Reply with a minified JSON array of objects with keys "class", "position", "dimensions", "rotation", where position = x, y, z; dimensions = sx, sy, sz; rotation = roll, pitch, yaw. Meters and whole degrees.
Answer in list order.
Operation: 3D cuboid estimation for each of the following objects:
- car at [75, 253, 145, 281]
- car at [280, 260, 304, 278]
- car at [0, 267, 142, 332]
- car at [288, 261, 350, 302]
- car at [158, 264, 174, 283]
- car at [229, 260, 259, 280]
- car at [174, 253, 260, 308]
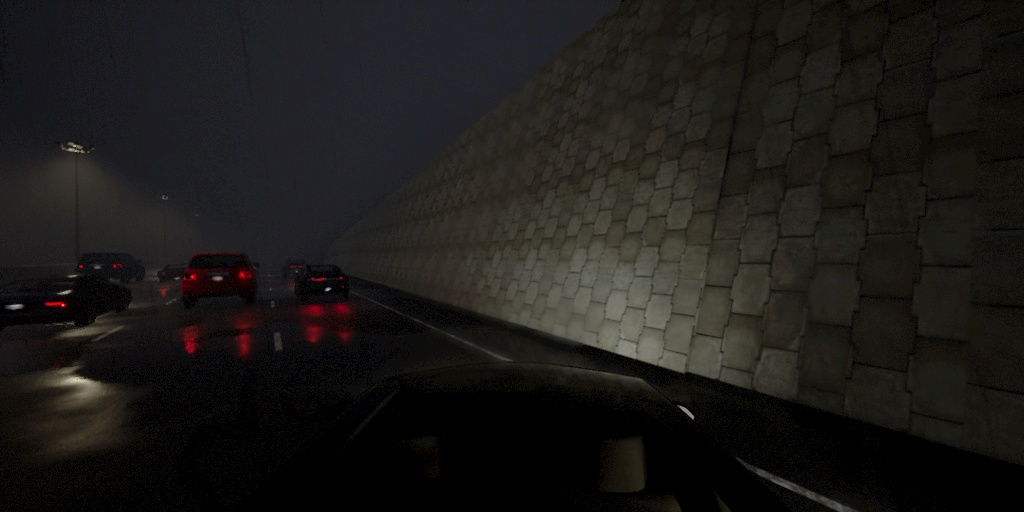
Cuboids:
[{"class":"car","position":[-26.644,0.831,23.930],"dimensions":[2.150,2.045,5.566],"rotation":[0,-1,-34]},{"class":"car","position":[-18.746,1.060,30.978],"dimensions":[1.837,1.490,4.892],"rotation":[0,0,-34]},{"class":"car","position":[-13.259,1.247,10.618],"dimensions":[2.033,1.411,5.357],"rotation":[0,1,-34]},{"class":"car","position":[-8.850,1.142,16.563],"dimensions":[2.128,1.511,4.902],"rotation":[0,0,-34]},{"class":"car","position":[-23.698,1.201,25.827],"dimensions":[1.895,1.301,4.718],"rotation":[0,0,-34]},{"class":"car","position":[-22.216,1.095,29.830],"dimensions":[1.812,1.442,4.674],"rotation":[0,0,-35]},{"class":"car","position":[-12.096,0.886,15.104],"dimensions":[2.150,2.045,5.566],"rotation":[0,0,-34]}]
